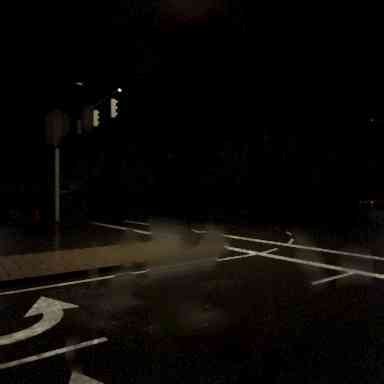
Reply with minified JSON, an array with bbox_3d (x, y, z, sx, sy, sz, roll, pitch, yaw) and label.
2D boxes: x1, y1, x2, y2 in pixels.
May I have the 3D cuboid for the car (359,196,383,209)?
[{"bbox_3d":[24.031,1.333,43.994,4.553,1.767,2.097,0,0,-36],"label":"car"}]
